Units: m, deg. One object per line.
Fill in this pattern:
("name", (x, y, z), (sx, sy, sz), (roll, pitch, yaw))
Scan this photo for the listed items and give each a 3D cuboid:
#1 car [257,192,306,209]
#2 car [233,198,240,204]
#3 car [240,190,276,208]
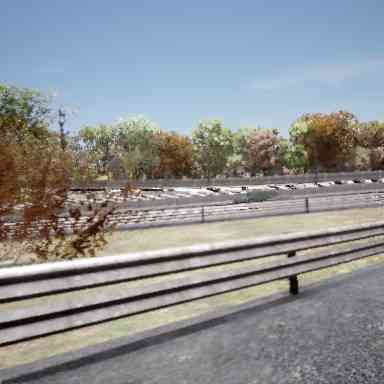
("car", (9.964, 1.081, 35.445), (5.008, 1.535, 1.882), (-4, 2, -15))
("car", (7.907, 1.041, 42.141), (5.357, 1.411, 2.033), (-4, 2, -15))
("car", (8.924, 0.770, 38.786), (5.566, 2.045, 2.150), (-4, 2, -15))
